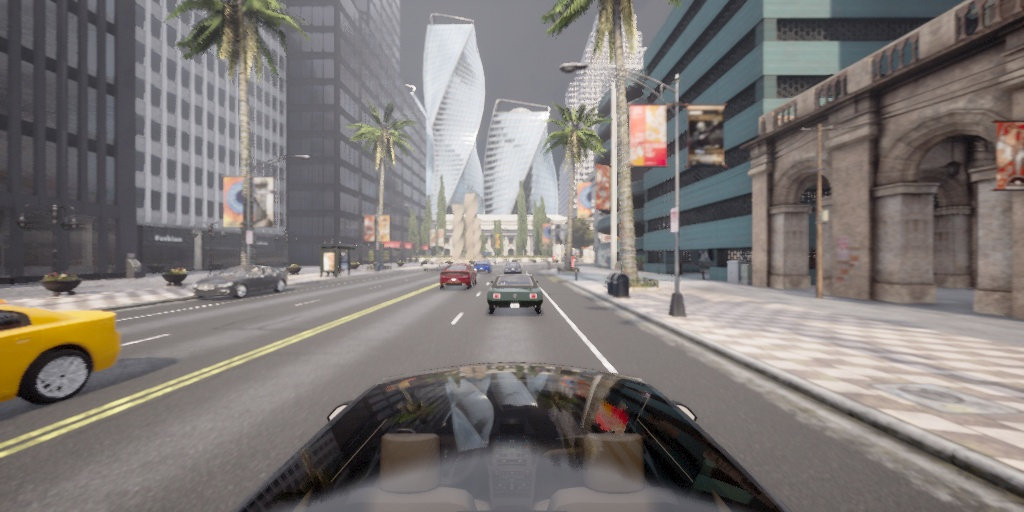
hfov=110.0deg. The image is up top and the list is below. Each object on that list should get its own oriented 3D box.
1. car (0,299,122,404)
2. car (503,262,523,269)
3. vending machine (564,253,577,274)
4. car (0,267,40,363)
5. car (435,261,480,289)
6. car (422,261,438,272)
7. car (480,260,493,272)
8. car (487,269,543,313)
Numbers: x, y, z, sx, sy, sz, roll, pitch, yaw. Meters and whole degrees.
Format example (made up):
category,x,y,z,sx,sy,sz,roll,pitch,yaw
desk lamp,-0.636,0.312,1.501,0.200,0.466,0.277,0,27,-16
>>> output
category,x,y,z,sx,sy,sz,roll,pitch,yaw
car,-7.100,1.228,3.492,1.882,1.535,5.008,0,0,0
car,0.101,1.303,36.269,2.033,1.411,5.357,0,0,0
vending machine,7.804,0.953,48.026,1.100,2.100,0.880,0,0,10
car,-10.599,1.103,4.978,2.097,1.767,4.553,0,0,0
car,-3.399,1.231,23.414,1.882,1.535,5.008,0,0,0
car,-10.167,1.358,46.930,1.895,1.301,4.718,0,0,5
car,-3.327,1.234,42.312,1.882,1.535,5.008,0,0,2
car,0.101,1.353,14.047,1.895,1.301,4.718,0,0,0
